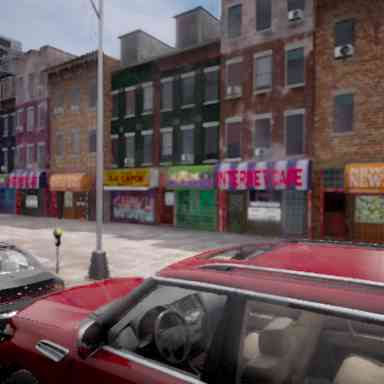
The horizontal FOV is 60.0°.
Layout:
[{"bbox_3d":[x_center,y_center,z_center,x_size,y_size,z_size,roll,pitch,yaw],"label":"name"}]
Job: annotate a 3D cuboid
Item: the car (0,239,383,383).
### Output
[{"bbox_3d":[0.562,1.309,2.404,5.009,1.841,2.192,1,1,35],"label":"car"}]
